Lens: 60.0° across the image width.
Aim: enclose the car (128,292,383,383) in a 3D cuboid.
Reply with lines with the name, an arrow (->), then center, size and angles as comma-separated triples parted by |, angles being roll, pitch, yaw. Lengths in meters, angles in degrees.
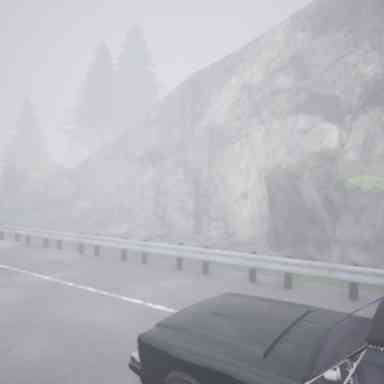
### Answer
car -> 1.698, 1.596, 2.736 | 4.718, 1.301, 1.895 | 0, 0, 36
